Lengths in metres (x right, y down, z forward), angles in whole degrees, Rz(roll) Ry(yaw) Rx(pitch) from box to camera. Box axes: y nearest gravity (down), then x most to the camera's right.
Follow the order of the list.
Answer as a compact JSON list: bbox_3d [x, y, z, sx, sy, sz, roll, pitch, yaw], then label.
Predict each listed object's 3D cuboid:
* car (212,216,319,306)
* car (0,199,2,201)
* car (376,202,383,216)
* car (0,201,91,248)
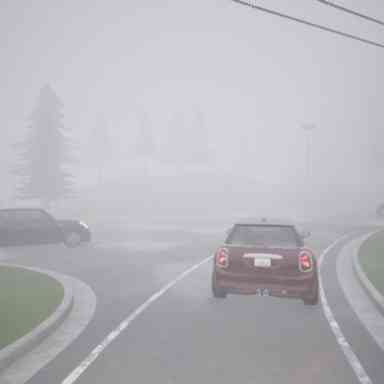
[{"bbox_3d":[1.886,1.383,8.442,2.097,1.767,4.553,0,0,14],"label":"car"},{"bbox_3d":[-27.949,1.649,47.269,2.128,1.511,4.902,1,0,-17],"label":"car"},{"bbox_3d":[20.160,1.630,32.681,4.892,1.490,1.837,1,-1,-29],"label":"car"},{"bbox_3d":[-6.605,1.401,13.858,4.553,1.767,2.097,0,0,-29],"label":"car"}]
